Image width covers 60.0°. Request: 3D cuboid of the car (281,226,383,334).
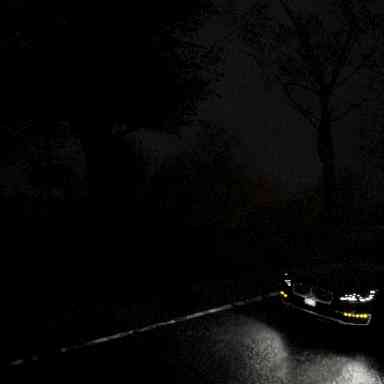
[{"bbox_3d":[3.872,1.502,6.752,4.892,1.490,1.837,0,0,-35],"label":"car"}]
